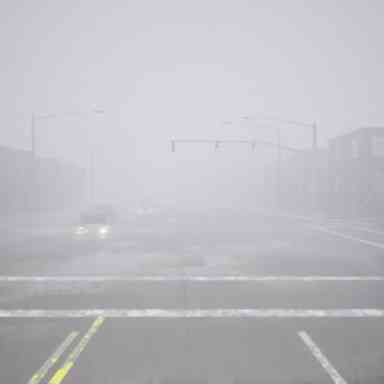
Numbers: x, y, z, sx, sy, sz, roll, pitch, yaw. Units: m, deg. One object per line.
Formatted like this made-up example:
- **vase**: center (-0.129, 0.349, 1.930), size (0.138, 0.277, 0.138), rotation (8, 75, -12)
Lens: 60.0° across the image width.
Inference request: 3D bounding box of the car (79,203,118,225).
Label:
- **car**: center (-6.990, 1.604, 25.287), size (1.882, 1.535, 5.008), rotation (0, 0, 0)

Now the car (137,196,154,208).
- **car**: center (-6.983, 1.453, 50.590), size (2.097, 1.767, 4.553), rotation (0, -1, 0)
